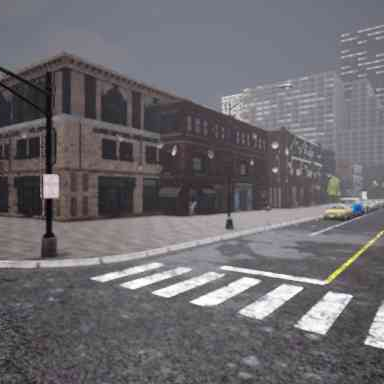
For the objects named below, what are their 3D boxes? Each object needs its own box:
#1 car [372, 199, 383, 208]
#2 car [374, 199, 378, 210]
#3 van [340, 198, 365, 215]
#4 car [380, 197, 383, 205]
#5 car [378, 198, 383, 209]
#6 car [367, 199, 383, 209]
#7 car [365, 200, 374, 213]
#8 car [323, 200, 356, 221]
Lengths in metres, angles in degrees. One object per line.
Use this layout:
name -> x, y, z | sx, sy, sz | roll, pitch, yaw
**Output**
car -> 31.931, 1.854, 56.352 | 2.008, 1.369, 4.403 | 0, 0, 35
car -> 22.303, 1.738, 42.648 | 1.752, 1.417, 4.829 | 0, 0, 35
van -> 16.047, 1.498, 33.745 | 1.690, 1.788, 3.998 | 0, 0, 35
car -> 38.284, 1.806, 65.394 | 1.967, 1.590, 4.097 | 0, 0, 35
car -> 25.578, 1.794, 47.309 | 2.008, 1.369, 4.403 | 0, 0, 35
car -> 28.754, 1.824, 51.830 | 2.008, 1.369, 4.403 | 0, 0, 35
car -> 19.224, 1.735, 38.265 | 2.008, 1.369, 4.403 | 0, 0, 35
car -> 12.773, 1.654, 29.083 | 1.752, 1.417, 4.829 | 0, 0, 35
